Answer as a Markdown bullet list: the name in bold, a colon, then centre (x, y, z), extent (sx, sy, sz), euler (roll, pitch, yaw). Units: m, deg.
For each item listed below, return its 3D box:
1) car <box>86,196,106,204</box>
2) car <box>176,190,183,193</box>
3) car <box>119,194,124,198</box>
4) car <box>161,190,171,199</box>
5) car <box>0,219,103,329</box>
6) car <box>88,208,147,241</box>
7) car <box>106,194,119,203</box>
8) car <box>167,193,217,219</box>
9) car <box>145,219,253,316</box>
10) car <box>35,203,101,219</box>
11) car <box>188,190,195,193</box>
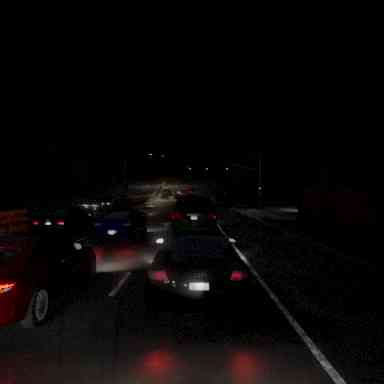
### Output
- **car**: centre (-17.595, 1.505, 60.143), extent (1.837, 1.490, 4.892), euler (0, 0, 0)
- **car**: centre (-3.652, 1.070, 87.102), extent (1.812, 1.442, 4.674), euler (0, 3, 0)
- **car**: centre (-17.610, 1.333, 80.134), extent (1.882, 1.535, 5.008), euler (0, 1, 0)
- **car**: centre (-7.152, 1.070, 87.080), extent (1.812, 1.442, 4.674), euler (0, 3, 0)
- **car**: centre (-3.410, 1.526, 6.797), extent (1.812, 1.442, 4.674), euler (0, 0, 0)
- **car**: centre (-3.407, 1.525, 16.444), extent (1.812, 1.442, 4.674), euler (0, 0, 0)
- **car**: centre (-17.551, 1.539, 70.044), extent (2.033, 1.411, 5.357), euler (0, 0, 0)
- **car**: centre (0.090, 1.223, 17.272), extent (2.150, 2.045, 5.566), euler (0, 0, 0)
- **car**: centre (0.102, 1.564, 7.629), extent (1.994, 1.385, 4.181), euler (0, 0, -1)
- **car**: centre (-6.904, 1.548, 18.391), extent (2.033, 1.411, 5.357), euler (0, 0, -1)
- **car**: centre (-0.154, 1.000, 87.510), extent (1.882, 1.535, 5.008), euler (0, 3, 0)
